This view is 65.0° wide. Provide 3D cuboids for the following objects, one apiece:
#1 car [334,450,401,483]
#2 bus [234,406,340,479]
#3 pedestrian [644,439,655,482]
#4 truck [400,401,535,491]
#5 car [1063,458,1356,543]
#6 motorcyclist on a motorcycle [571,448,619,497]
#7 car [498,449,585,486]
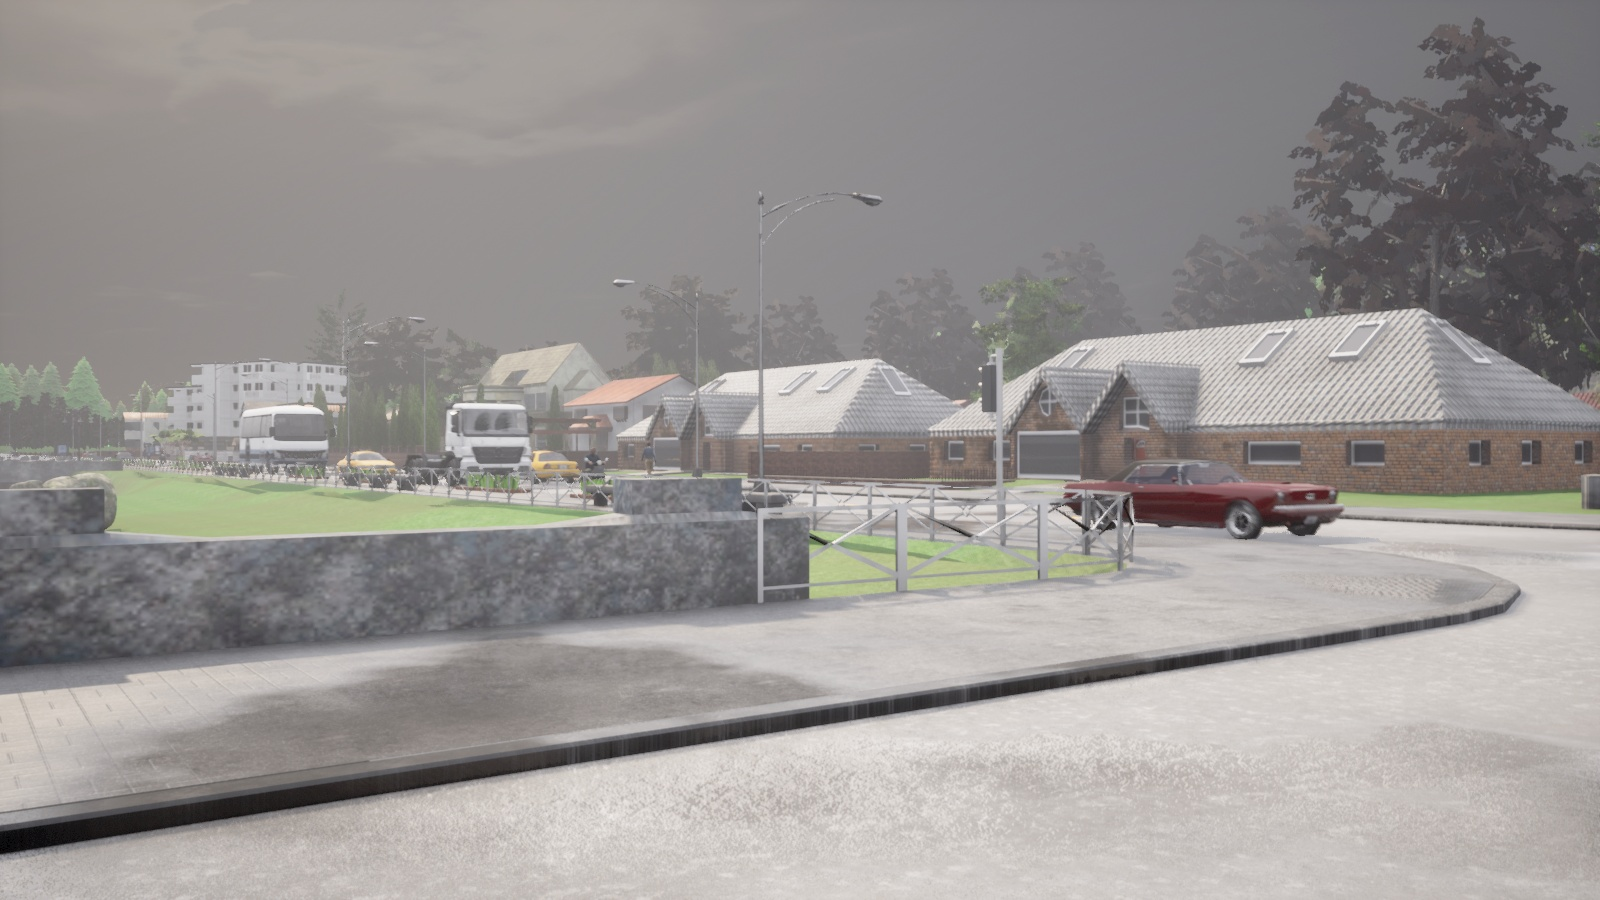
[{"bbox_3d":[-22.081,0.805,63.952,1.801,1.575,5.366,0,0,-35],"label":"car"},{"bbox_3d":[-32.198,-0.454,78.470,3.944,4.253,10.273,0,0,-35],"label":"bus"},{"bbox_3d":[-6.874,0.489,57.278,0.423,1.949,0.788,0,0,-13],"label":"pedestrian"},{"bbox_3d":[-13.976,-0.161,52.306,2.891,3.462,7.936,0,0,-35],"label":"truck"},{"bbox_3d":[7.053,0.803,22.116,1.895,1.301,4.718,0,0,-35],"label":"car"},{"bbox_3d":[-6.887,0.734,42.133,0.866,1.590,1.817,0,0,-35],"label":"motorcyclist on a motorcycle"},{"bbox_3d":[-11.544,0.745,55.822,1.801,1.575,5.366,0,0,-35],"label":"car"}]
